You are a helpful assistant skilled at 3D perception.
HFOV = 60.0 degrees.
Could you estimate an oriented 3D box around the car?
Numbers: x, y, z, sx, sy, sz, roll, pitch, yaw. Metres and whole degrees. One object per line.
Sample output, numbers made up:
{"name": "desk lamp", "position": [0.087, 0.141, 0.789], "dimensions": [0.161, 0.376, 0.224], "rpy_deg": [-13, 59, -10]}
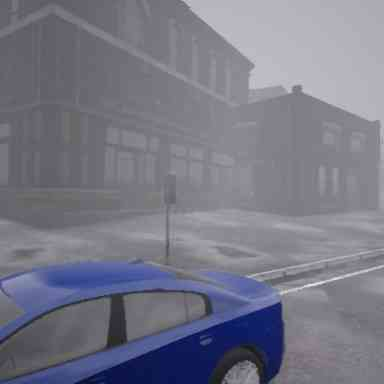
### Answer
{"name": "car", "position": [-1.255, 1.480, 3.101], "dimensions": [5.008, 1.535, 1.882], "rpy_deg": [0, 0, -36]}
